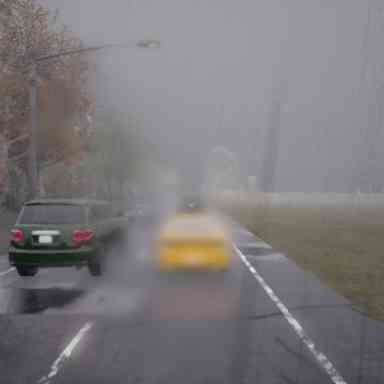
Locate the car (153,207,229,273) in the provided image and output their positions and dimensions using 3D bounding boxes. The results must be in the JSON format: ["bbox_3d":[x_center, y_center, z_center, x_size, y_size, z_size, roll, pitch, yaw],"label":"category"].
[{"bbox_3d":[0.049,1.485,10.691,1.882,1.535,5.008,0,0,0],"label":"car"}]

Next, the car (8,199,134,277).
[{"bbox_3d":[-3.450,1.224,10.409,2.150,2.045,5.566,0,-1,-1],"label":"car"}]

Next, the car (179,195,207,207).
[{"bbox_3d":[0.077,1.244,28.148,2.150,2.045,5.566,0,0,0],"label":"car"}]

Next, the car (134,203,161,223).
[{"bbox_3d":[-3.445,1.566,25.396,2.033,1.411,5.357,0,0,1],"label":"car"}]
